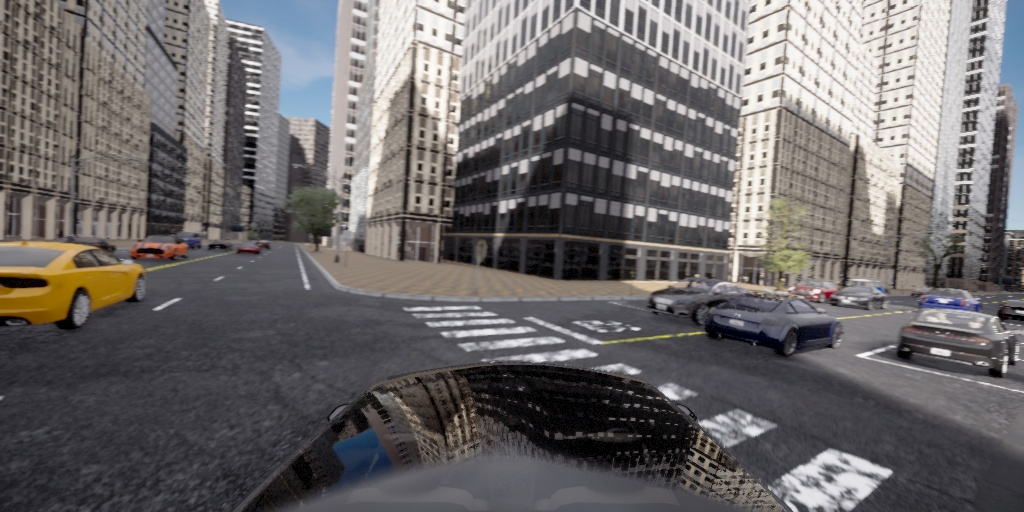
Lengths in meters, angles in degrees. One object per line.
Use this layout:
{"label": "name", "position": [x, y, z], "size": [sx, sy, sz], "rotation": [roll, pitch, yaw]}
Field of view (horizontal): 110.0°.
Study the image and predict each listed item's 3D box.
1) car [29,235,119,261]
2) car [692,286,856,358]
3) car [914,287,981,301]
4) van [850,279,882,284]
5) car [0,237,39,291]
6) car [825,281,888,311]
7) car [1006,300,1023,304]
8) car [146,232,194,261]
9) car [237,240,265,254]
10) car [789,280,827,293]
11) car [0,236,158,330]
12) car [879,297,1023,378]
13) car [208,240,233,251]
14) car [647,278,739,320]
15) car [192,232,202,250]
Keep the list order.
{"label": "car", "position": [-25.799, -0.501, 21.359], "size": [1.895, 1.301, 4.718], "rotation": [3, 1, -31]}
{"label": "car", "position": [7.299, 1.743, 9.944], "size": [4.181, 1.385, 1.994], "rotation": [4, 1, -31]}
{"label": "car", "position": [27.524, 2.858, 22.497], "size": [4.553, 1.767, 2.097], "rotation": [4, 1, -32]}
{"label": "van", "position": [30.937, 2.948, 31.528], "size": [3.998, 1.789, 1.690], "rotation": [0, 0, -32]}
{"label": "car", "position": [-14.284, 0.227, 8.662], "size": [1.812, 1.442, 4.674], "rotation": [3, 0, -31]}
{"label": "car", "position": [22.296, 2.622, 22.990], "size": [4.674, 1.442, 1.812], "rotation": [4, 1, -32]}
{"label": "car", "position": [30.589, 3.330, 21.427], "size": [4.313, 1.339, 1.948], "rotation": [0, 0, -32]}
{"label": "car", "position": [-23.849, -0.664, 24.431], "size": [2.097, 1.767, 4.553], "rotation": [3, 1, -31]}
{"label": "car", "position": [-29.592, -0.947, 40.484], "size": [1.994, 1.385, 4.181], "rotation": [3, 1, -31]}
{"label": "car", "position": [21.397, 2.423, 25.536], "size": [4.097, 1.591, 1.967], "rotation": [0, 0, -32]}
{"label": "car", "position": [-9.419, 0.460, 7.302], "size": [1.882, 1.535, 5.008], "rotation": [3, 1, -31]}
{"label": "car", "position": [11.574, 2.072, 9.334], "size": [4.403, 1.370, 2.007], "rotation": [0, 0, -32]}
{"label": "car", "position": [-35.461, -1.290, 43.676], "size": [1.895, 1.301, 4.718], "rotation": [3, 1, -31]}
{"label": "car", "position": [7.189, 1.598, 13.509], "size": [4.902, 1.511, 2.128], "rotation": [4, 1, -32]}
{"label": "car", "position": [-38.418, -1.832, 42.331], "size": [2.150, 2.045, 5.566], "rotation": [3, 0, -31]}
